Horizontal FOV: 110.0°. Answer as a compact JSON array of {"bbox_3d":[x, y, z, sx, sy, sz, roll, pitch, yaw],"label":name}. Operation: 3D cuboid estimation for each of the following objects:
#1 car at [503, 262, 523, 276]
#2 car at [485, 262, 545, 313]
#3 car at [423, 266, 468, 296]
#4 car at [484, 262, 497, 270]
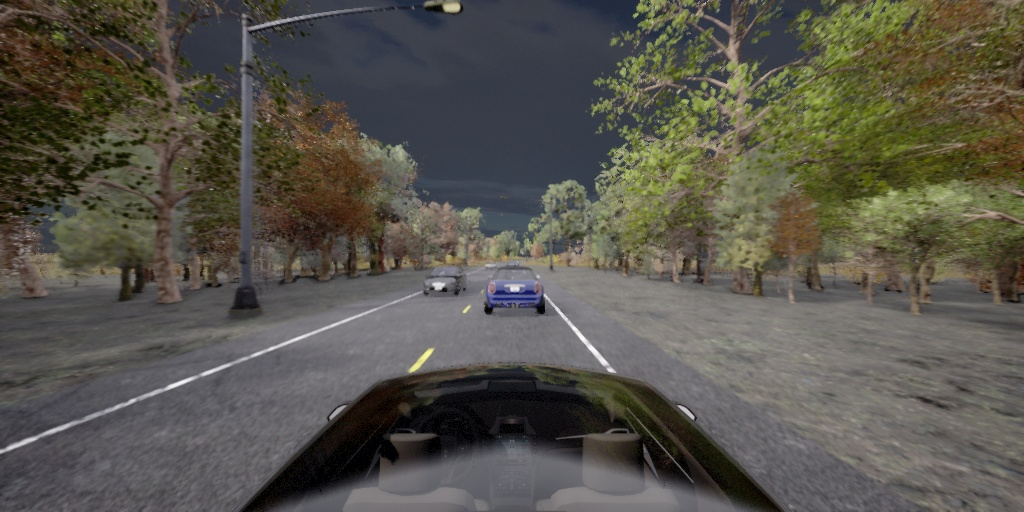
[{"bbox_3d":[0.093,1.443,41.761,2.128,1.511,4.902,0,0,0],"label":"car"},{"bbox_3d":[0.098,1.166,14.431,2.097,1.767,4.553,0,0,0],"label":"car"},{"bbox_3d":[-3.598,1.331,19.988,2.128,1.511,4.902,0,0,0],"label":"car"},{"bbox_3d":[-3.538,1.642,60.761,1.895,1.301,4.718,0,0,1],"label":"car"}]
